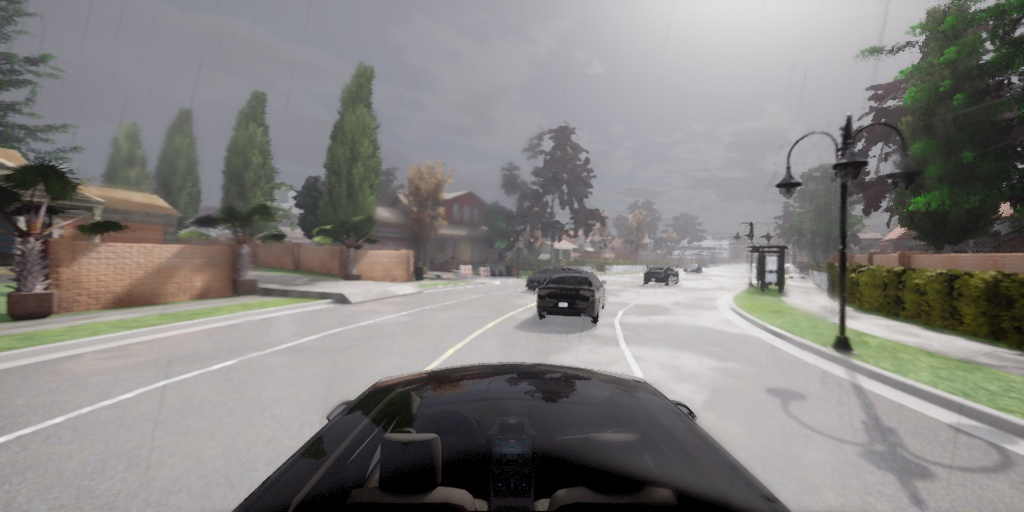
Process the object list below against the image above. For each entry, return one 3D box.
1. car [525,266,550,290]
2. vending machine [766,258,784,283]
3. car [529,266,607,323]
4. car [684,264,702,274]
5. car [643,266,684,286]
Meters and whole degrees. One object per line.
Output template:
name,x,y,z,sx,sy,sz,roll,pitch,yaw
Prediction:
car,2.602,1.351,21.922,1.837,1.490,4.892,0,-1,32
vending machine,29.352,1.596,39.989,1.100,2.100,0.880,0,0,38
car,2.226,1.269,12.642,1.882,1.535,5.008,0,0,18
car,27.646,1.957,54.780,2.128,1.511,4.902,1,0,38
car,11.944,1.545,28.554,1.837,1.490,4.892,1,-1,37
